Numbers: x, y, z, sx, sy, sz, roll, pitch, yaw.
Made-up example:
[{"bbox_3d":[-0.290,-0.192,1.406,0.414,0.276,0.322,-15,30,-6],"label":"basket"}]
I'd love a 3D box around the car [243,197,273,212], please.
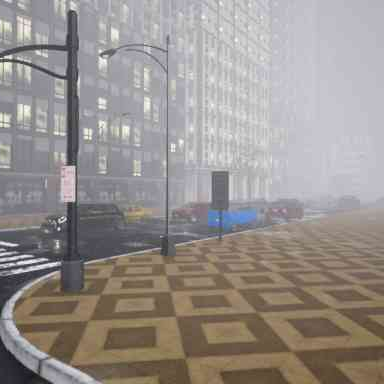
[{"bbox_3d":[8.059,1.471,40.543,1.967,1.590,4.097,0,0,38],"label":"car"}]

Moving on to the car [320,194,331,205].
[{"bbox_3d":[25.015,1.381,62.598,2.192,1.841,5.009,0,0,38],"label":"car"}]

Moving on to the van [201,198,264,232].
[{"bbox_3d":[2.565,1.368,20.286,1.690,1.788,3.998,0,0,38],"label":"van"}]

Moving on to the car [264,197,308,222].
[{"bbox_3d":[7.524,1.472,26.918,1.967,1.590,4.097,0,0,38],"label":"car"}]

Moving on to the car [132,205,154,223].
[{"bbox_3d":[-4.827,1.540,23.995,1.752,1.417,4.829,0,0,38],"label":"car"}]

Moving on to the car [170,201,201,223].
[{"bbox_3d":[0.354,1.500,26.469,1.882,1.535,5.008,0,0,37],"label":"car"}]

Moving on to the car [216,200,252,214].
[{"bbox_3d":[4.668,1.571,36.132,1.887,1.381,4.507,0,0,38],"label":"car"}]

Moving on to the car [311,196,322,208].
[{"bbox_3d":[16.052,1.636,46.729,2.033,1.411,5.357,0,0,38],"label":"car"}]

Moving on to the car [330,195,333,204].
[{"bbox_3d":[23.946,1.552,52.319,2.128,1.511,4.902,0,0,37],"label":"car"}]

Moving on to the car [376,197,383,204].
[{"bbox_3d":[38.043,1.659,66.615,1.947,1.339,4.313,0,0,38],"label":"car"}]

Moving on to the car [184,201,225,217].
[{"bbox_3d":[1.277,1.604,31.721,1.802,1.307,4.206,0,0,38],"label":"car"}]

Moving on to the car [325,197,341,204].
[{"bbox_3d":[28.406,1.625,67.008,2.008,1.369,4.403,0,0,38],"label":"car"}]

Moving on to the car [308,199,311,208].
[{"bbox_3d":[10.268,1.387,34.535,2.097,1.767,4.553,0,0,38],"label":"car"}]

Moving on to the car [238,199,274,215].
[{"bbox_3d":[6.731,1.555,34.755,1.812,1.442,4.674,0,0,38],"label":"car"}]

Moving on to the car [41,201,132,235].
[{"bbox_3d":[-5.877,1.367,18.369,2.097,1.767,4.553,0,0,38],"label":"car"}]

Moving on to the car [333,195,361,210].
[{"bbox_3d":[21.088,1.369,44.561,2.192,1.841,5.009,0,0,38],"label":"car"}]
